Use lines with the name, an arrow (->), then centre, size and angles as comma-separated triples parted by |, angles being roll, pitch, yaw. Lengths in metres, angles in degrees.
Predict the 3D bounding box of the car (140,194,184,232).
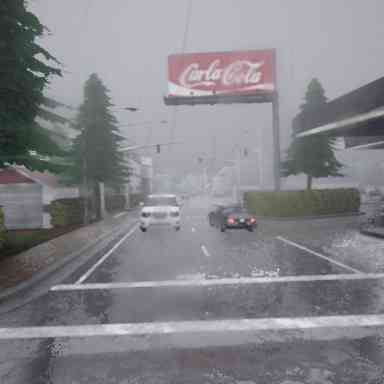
car -> -1.813, 1.165, 19.918 | 2.150, 2.045, 5.566 | -1, 1, -3

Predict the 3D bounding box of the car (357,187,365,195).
car -> 39.598, -0.247, 79.619 | 1.932, 1.855, 4.605 | -2, 0, -4

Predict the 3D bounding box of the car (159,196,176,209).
car -> -3.231, 1.390, 44.774 | 2.128, 1.511, 4.902 | -2, 0, -4

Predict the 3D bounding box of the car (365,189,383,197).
car -> 34.339, 0.172, 60.765 | 2.007, 1.523, 4.514 | -2, 0, -4

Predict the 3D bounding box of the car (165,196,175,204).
car -> -4.263, 1.475, 64.274 | 1.895, 1.301, 4.718 | -2, 0, -3

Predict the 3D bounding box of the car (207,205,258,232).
car -> 2.216, 1.465, 19.404 | 2.033, 1.411, 5.357 | -1, 1, -8

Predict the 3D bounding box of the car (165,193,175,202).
car -> -4.913, 1.195, 75.763 | 2.097, 1.767, 4.553 | -2, 0, -3

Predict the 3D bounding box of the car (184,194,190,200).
car -> -1.564, 1.112, 78.492 | 1.812, 1.442, 4.674 | -2, 0, -3
